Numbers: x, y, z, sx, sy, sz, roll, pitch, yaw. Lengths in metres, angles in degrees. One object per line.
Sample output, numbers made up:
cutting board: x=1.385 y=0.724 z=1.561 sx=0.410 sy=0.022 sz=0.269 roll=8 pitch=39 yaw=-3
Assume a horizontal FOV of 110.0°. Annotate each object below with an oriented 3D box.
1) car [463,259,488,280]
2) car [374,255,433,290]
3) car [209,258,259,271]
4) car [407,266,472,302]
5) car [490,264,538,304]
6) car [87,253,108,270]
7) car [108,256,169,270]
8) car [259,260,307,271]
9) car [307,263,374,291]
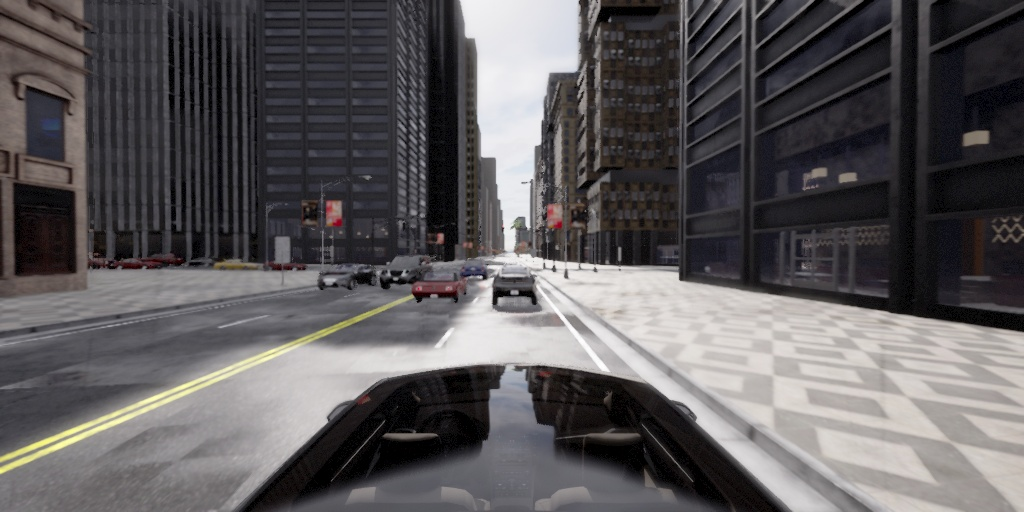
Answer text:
car: x=-3.186 y=1.055 z=31.191 sx=2.097 sy=1.767 sz=4.553 roll=0 pitch=0 yaw=-1
car: x=-6.504 y=0.940 z=22.841 sx=2.150 sy=2.045 sz=5.566 roll=0 pitch=0 yaw=0
car: x=-31.492 y=1.036 z=41.341 sx=4.829 sy=1.417 sz=1.751 roll=0 pitch=0 yaw=0
car: x=-3.151 y=1.329 z=16.668 sx=1.895 sy=1.301 sz=4.718 roll=0 pitch=0 yaw=-1
car: x=0.099 y=1.228 z=16.098 sx=1.837 sy=1.490 sz=4.892 roll=0 pitch=-2 yaw=0
car: x=-48.537 y=0.681 z=41.241 sx=5.009 sy=1.841 sz=2.192 roll=0 pitch=0 yaw=0
car: x=-42.912 y=0.961 z=41.274 sx=4.507 sy=1.381 sz=1.888 roll=0 pitch=0 yaw=0
car: x=-26.037 y=1.101 z=41.374 sx=4.507 sy=1.381 sz=1.888 roll=0 pitch=0 yaw=0
car: x=-9.769 y=1.214 z=21.640 sx=2.128 sy=1.511 sz=4.902 roll=0 pitch=0 yaw=0
